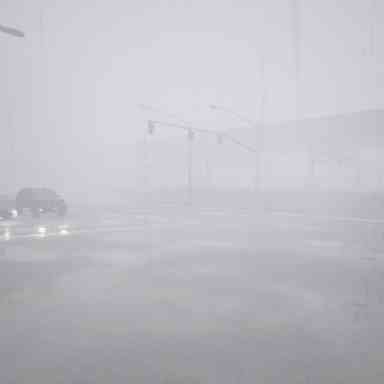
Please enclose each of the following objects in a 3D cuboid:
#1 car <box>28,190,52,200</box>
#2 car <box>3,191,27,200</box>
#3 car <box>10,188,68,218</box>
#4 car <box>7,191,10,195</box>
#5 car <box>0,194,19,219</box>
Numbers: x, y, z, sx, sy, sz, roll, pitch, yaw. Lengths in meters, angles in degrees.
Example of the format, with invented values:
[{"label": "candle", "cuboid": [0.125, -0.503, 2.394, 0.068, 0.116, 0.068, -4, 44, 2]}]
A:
[{"label": "car", "cuboid": [-24.281, 0.424, 52.924, 1.882, 1.535, 5.008, 0, 1, -45]}, {"label": "car", "cuboid": [-27.114, 0.523, 50.808, 1.895, 1.301, 4.718, 0, 1, -45]}, {"label": "car", "cuboid": [-11.355, 0.731, 24.855, 5.566, 2.045, 2.150, 2, 1, 45]}, {"label": "car", "cuboid": [-17.959, 0.878, 31.524, 1.994, 1.385, 4.181, 0, 1, -45]}, {"label": "car", "cuboid": [-13.809, 1.044, 22.361, 2.033, 1.411, 5.357, 0, 1, -45]}]
